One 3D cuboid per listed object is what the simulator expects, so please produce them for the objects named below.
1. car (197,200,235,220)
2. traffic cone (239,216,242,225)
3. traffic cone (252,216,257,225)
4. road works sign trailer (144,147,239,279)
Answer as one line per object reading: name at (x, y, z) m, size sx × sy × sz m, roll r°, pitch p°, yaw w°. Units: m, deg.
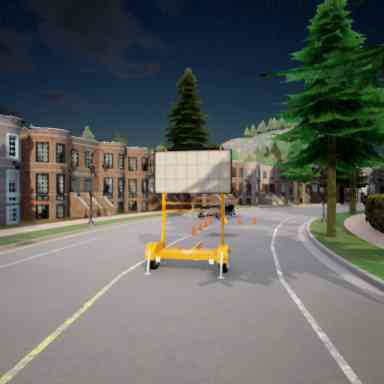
car at (2.109, 1.474, 28.043) m, size 2.128 × 1.511 × 4.902 m, roll 0°, pitch 0°, yaw 28°
traffic cone at (3.263, 1.940, 22.789) m, size 0.340 × 0.580 × 0.340 m, roll 0°, pitch 0°, yaw 12°
traffic cone at (4.240, 1.941, 22.582) m, size 0.340 × 0.580 × 0.340 m, roll 0°, pitch 0°, yaw 12°
road works sign trailer at (0.057, 0.457, 10.180) m, size 2.380 × 3.560 × 2.880 m, roll 0°, pitch 0°, yaw 12°
